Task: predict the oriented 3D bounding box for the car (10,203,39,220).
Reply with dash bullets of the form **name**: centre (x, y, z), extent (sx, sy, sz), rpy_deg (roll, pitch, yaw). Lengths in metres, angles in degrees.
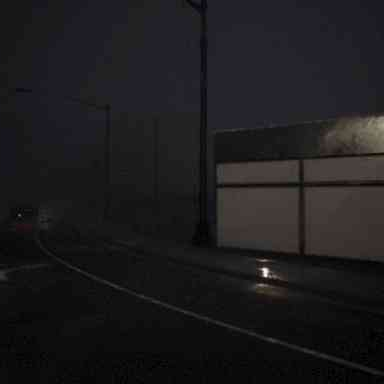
- **car**: centre (-15.685, 1.780, 31.272), extent (1.837, 1.490, 4.892), rpy_deg (0, 0, -16)
